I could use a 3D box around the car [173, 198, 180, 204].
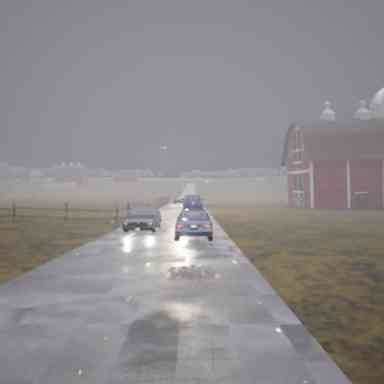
[{"bbox_3d":[-2.729,1.763,64.443,1.895,1.301,4.718,0,0,0],"label":"car"}]

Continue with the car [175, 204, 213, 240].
[{"bbox_3d":[0.096,1.568,17.197,2.033,1.411,5.357,0,0,0],"label":"car"}]

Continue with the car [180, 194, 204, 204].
[{"bbox_3d":[0.110,1.289,36.863,2.150,2.045,5.566,0,0,0],"label":"car"}]

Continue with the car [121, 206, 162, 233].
[{"bbox_3d":[-2.841,1.575,20.067,2.033,1.411,5.357,0,0,0],"label":"car"}]
